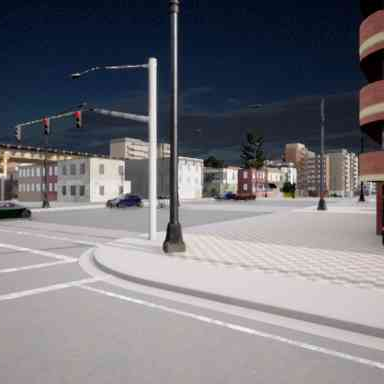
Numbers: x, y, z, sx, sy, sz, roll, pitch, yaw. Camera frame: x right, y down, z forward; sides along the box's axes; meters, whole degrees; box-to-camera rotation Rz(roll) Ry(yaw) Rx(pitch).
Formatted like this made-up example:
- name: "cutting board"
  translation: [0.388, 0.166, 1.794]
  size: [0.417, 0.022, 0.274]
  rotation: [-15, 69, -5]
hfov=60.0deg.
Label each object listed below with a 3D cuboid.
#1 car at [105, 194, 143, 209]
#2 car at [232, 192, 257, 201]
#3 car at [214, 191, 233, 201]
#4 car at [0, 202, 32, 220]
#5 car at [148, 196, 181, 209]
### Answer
- name: "car"
  translation: [-8.082, 1.063, 39.669]
  size: [2.097, 1.767, 4.553]
  rotation: [0, 1, 37]
- name: "car"
  translation: [9.245, 0.892, 56.984]
  size: [1.895, 1.301, 4.718]
  rotation: [0, 1, 37]
- name: "car"
  translation: [5.788, 0.653, 58.217]
  size: [2.097, 1.767, 4.553]
  rotation: [0, 1, 37]
- name: "car"
  translation: [-14.463, 1.487, 25.173]
  size: [1.994, 1.385, 4.181]
  rotation: [0, 1, 36]
- name: "car"
  translation: [-3.223, 1.176, 40.349]
  size: [1.812, 1.442, 4.674]
  rotation: [0, 1, 37]
